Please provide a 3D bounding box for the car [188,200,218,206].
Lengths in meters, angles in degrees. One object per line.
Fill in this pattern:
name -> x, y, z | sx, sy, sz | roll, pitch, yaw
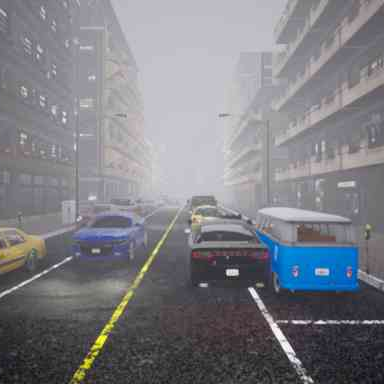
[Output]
car -> 0.811, 1.457, 19.404 | 1.801, 1.575, 5.366 | 0, 0, 0

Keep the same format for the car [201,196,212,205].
car -> 2.530, 1.528, 58.526 | 1.752, 1.417, 4.829 | 1, 0, 0

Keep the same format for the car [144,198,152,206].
car -> -5.326, 1.318, 30.584 | 2.192, 1.841, 5.009 | 1, 0, 0

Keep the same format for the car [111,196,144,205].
car -> -5.322, 1.318, 25.035 | 2.192, 1.841, 5.009 | 1, 0, 0

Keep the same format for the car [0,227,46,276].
car -> -5.311, 1.526, 8.218 | 1.752, 1.417, 4.829 | 1, 0, 0

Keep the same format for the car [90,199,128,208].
car -> -5.319, 1.442, 19.486 | 1.967, 1.590, 4.097 | 1, 0, 0

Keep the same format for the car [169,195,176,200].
car -> -5.377, 1.580, 91.623 | 1.802, 1.307, 4.206 | 1, 0, 0

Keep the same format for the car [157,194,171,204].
car -> -5.352, 1.317, 63.878 | 2.192, 1.841, 5.009 | 1, 0, 0

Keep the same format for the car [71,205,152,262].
car -> -2.858, 1.479, 12.389 | 1.882, 1.535, 5.008 | 0, 0, 0

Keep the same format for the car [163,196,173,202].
car -> -5.364, 1.551, 74.976 | 2.008, 1.369, 4.403 | 1, 0, 0

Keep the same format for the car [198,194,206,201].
car -> 2.509, 1.439, 86.101 | 1.967, 1.590, 4.097 | 1, 0, 0

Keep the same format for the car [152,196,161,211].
car -> -5.338, 1.585, 41.682 | 1.802, 1.307, 4.206 | 1, 0, 0

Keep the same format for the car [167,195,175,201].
car -> -5.373, 1.581, 86.074 | 1.802, 1.307, 4.206 | 1, 0, 0

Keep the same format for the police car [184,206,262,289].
police car -> 0.819, 1.426, 9.323 | 1.930, 1.638, 5.238 | 0, 0, 0

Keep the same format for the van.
van -> 2.571, 1.342, 8.414 | 1.690, 1.788, 3.998 | 1, 0, 0

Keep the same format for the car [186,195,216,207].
car -> 0.806, 1.228, 25.245 | 2.150, 2.045, 5.566 | 0, 0, 0

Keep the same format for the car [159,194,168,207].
car -> -5.346, 1.528, 52.610 | 1.752, 1.417, 4.829 | 1, 0, 0

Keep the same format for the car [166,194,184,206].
car -> -2.881, 1.494, 54.588 | 2.128, 1.511, 4.902 | 0, 0, 0

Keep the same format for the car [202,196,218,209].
car -> 2.539, 1.443, 47.258 | 1.967, 1.590, 4.097 | 1, 0, 0

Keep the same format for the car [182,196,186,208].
car -> -0.021, 1.550, 45.789 | 2.033, 1.411, 5.357 | 0, 0, 0

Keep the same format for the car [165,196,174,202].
car -> -5.368, 1.566, 80.525 | 1.947, 1.339, 4.313 | 1, 0, 0
